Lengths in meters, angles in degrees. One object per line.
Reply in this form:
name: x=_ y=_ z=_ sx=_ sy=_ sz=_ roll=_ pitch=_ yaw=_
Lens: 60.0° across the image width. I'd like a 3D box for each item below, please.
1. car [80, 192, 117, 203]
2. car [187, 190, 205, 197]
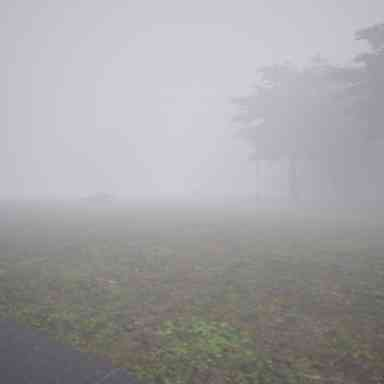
car: x=-13.068 y=0.752 z=46.941 sx=2.033 sy=1.411 sz=5.357 roll=2 pitch=3 yaw=36
car: x=0.857 y=0.260 z=66.372 sx=1.994 sy=1.385 sz=4.181 roll=2 pitch=3 yaw=36
